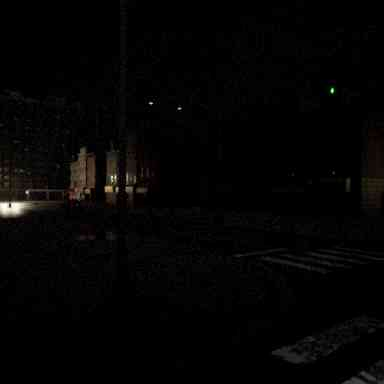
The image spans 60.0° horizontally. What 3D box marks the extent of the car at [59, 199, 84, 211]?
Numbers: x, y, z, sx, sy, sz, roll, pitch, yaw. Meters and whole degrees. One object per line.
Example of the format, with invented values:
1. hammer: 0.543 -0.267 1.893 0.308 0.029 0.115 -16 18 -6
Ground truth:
1. car: -15.544 1.649 42.825 2.033 1.411 5.357 1 0 -35
